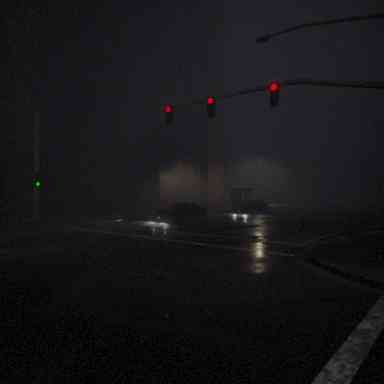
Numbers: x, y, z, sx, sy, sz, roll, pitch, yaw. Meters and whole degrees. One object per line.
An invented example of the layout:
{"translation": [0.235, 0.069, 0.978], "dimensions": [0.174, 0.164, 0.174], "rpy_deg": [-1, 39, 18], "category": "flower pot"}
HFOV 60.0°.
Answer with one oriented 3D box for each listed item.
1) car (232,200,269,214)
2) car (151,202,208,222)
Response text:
{"translation": [6.441, 1.548, 35.961], "dimensions": [2.033, 1.411, 5.357], "rpy_deg": [0, 0, 39], "category": "car"}
{"translation": [-0.831, 1.547, 27.075], "dimensions": [2.033, 1.411, 5.357], "rpy_deg": [0, 0, 39], "category": "car"}
